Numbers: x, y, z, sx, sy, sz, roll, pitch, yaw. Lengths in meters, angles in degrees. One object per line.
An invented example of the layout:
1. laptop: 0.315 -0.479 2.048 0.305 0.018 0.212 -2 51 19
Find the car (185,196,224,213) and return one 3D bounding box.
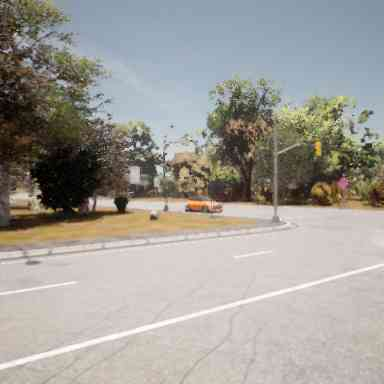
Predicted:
1. car: 1.304 1.261 35.379 2.097 1.767 4.553 0 0 -38
